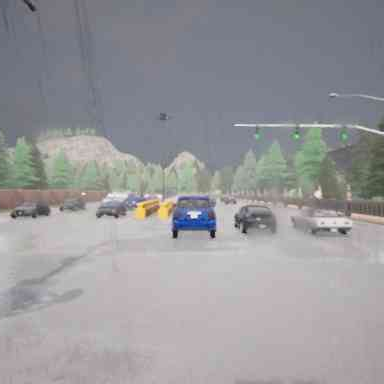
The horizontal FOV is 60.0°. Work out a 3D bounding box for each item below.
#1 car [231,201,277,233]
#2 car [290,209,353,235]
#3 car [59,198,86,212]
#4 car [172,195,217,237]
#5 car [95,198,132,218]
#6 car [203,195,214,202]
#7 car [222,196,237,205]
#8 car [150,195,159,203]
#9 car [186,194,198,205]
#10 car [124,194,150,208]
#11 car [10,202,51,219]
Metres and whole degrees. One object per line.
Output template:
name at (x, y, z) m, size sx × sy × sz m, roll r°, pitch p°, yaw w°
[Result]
car at (3.602, 1.500, 19.442) m, size 1.837 × 1.490 × 4.892 m, roll 0°, pitch 0°, yaw 0°
car at (7.102, 1.597, 18.843) m, size 1.895 × 1.301 × 4.718 m, roll 0°, pitch 0°, yaw 0°
car at (-14.076, 1.493, 39.346) m, size 1.837 × 1.490 × 4.892 m, roll 0°, pitch 1°, yaw 0°
car at (0.101, 1.217, 18.074) m, size 2.150 × 2.045 × 5.566 m, roll 0°, pitch 0°, yaw 0°
car at (-7.087, 1.540, 29.830) m, size 2.033 × 1.411 × 5.357 m, roll 0°, pitch 0°, yaw 0°
car at (3.504, 1.356, 70.378) m, size 2.033 × 1.411 × 5.357 m, roll 0°, pitch 0°, yaw 0°
car at (7.004, 1.512, 60.375) m, size 1.812 × 1.442 × 4.674 m, roll 0°, pitch 0°, yaw 0°
car at (-7.012, 1.338, 58.256) m, size 2.097 × 1.767 × 4.553 m, roll 0°, pitch 0°, yaw 0°
car at (0.004, 1.338, 60.345) m, size 2.097 × 1.767 × 4.553 m, roll 0°, pitch 0°, yaw 0°
car at (-7.060, 1.213, 41.358) m, size 2.150 × 2.045 × 5.566 m, roll 0°, pitch 0°, yaw 2°
car at (-14.085, 1.557, 29.262) m, size 1.994 × 1.385 × 4.181 m, roll 0°, pitch 0°, yaw 0°
